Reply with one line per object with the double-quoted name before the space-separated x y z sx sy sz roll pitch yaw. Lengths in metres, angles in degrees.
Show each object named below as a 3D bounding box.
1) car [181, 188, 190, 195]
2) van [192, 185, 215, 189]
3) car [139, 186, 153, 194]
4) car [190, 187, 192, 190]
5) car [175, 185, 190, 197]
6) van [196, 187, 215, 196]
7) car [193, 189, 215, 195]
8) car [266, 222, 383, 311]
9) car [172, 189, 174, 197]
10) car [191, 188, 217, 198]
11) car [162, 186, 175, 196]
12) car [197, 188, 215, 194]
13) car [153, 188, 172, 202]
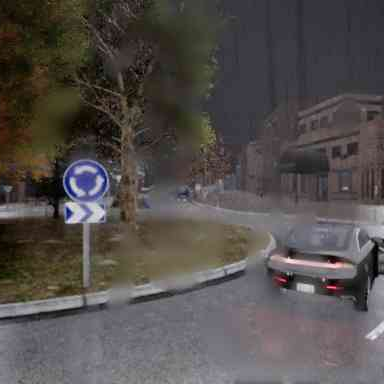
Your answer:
"car" -1.537 -0.194 83.070 1.837 1.490 4.892 0 2 4
"van" 2.683 0.166 68.761 4.442 1.987 1.878 0 2 1
"car" -12.874 -0.315 90.218 2.097 1.535 5.008 0 2 5
"car" 2.865 0.061 71.502 5.566 2.045 2.435 0 2 1
"car" -1.931 0.000 72.744 2.150 2.045 5.566 0 2 2
"van" 3.199 -0.166 79.545 4.442 1.987 1.878 0 2 3
"car" 3.036 -0.035 82.296 5.366 1.575 1.946 0 2 3
"car" 3.293 1.462 7.886 2.128 1.511 4.902 0 0 32
"car" -4.991 0.621 62.996 1.994 1.385 4.181 0 2 1
"car" 2.708 0.552 63.257 4.892 1.521 2.231 0 2 1
"car" -4.930 0.124 72.931 2.097 1.767 4.553 0 2 2
"car" 3.834 -0.282 90.447 4.792 1.488 2.163 0 2 5
"car" -4.622 0.679 52.942 2.097 1.767 4.553 0 2 -4
